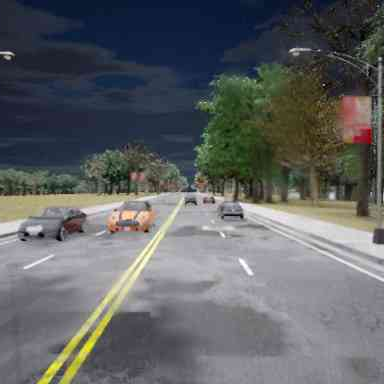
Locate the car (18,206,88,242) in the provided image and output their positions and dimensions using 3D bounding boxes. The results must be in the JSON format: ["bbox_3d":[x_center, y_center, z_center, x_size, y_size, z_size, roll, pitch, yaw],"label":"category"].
[{"bbox_3d":[-6.567,1.460,16.253,2.128,1.511,4.902,0,0,0],"label":"car"}]

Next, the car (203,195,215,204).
[{"bbox_3d":[2.901,1.243,57.418,2.163,1.488,4.792,0,0,-1],"label":"car"}]

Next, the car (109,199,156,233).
[{"bbox_3d":[-3.299,1.305,19.148,2.097,1.767,4.553,0,0,0],"label":"car"}]

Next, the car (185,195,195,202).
[{"bbox_3d":[-0.470,1.274,66.571,1.895,1.301,4.718,0,0,-1],"label":"car"}]

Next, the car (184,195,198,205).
[{"bbox_3d":[-0.196,1.274,52.240,1.837,1.490,4.892,0,0,-1],"label":"car"}]

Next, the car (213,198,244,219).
[{"bbox_3d":[3.177,1.459,27.916,2.033,1.411,5.357,0,0,0],"label":"car"}]
